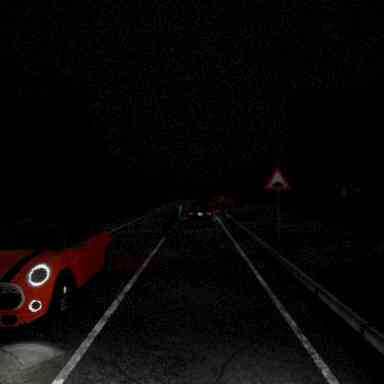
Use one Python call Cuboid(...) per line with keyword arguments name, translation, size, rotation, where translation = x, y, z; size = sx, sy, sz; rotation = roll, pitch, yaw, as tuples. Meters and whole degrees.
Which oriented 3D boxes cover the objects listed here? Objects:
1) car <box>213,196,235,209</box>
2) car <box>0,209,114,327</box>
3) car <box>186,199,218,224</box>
Cuboid(name="car", translation=(3.855, 1.261, 42.189), size=(1.882, 1.535, 5.008), rotation=(-4, -1, 29))
Cuboid(name="car", translation=(-3.231, 1.341, 7.281), size=(2.097, 1.767, 4.553), rotation=(0, 0, 1))
Cuboid(name="car", translation=(0.553, 1.511, 24.597), size=(2.033, 1.411, 5.357), rotation=(0, 0, 1))
